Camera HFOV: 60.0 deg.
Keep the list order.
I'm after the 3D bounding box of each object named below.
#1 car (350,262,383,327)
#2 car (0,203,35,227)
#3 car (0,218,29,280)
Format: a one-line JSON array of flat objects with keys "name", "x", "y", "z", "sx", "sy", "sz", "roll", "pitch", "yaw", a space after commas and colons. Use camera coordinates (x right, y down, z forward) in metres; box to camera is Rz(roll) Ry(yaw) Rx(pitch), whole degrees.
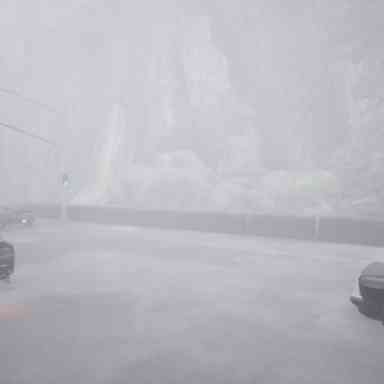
[{"name": "car", "x": 4.931, "y": 1.604, "z": 4.774, "sx": 4.718, "sy": 1.301, "sz": 1.895, "roll": 0, "pitch": 0, "yaw": 36}, {"name": "car", "x": -11.908, "y": 1.459, "z": 21.084, "sx": 4.892, "sy": 1.490, "sz": 1.837, "roll": 0, "pitch": 0, "yaw": 36}, {"name": "car", "x": -6.459, "y": 1.484, "z": 8.599, "sx": 4.892, "sy": 1.490, "sz": 1.837, "roll": 0, "pitch": 0, "yaw": 35}]
